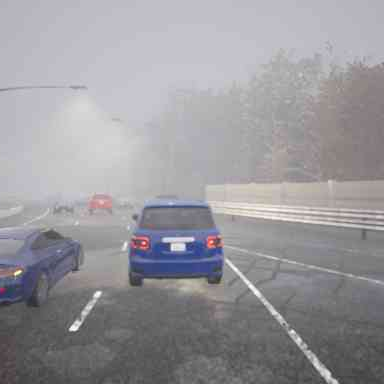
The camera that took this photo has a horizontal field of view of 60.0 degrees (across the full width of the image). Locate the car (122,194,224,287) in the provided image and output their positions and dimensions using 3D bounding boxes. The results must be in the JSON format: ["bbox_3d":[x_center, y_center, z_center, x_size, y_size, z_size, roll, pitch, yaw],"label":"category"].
[{"bbox_3d":[-0.544,1.207,9.460,2.150,2.045,5.566,0,0,-6],"label":"car"}]

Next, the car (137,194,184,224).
[{"bbox_3d":[-2.617,1.181,26.039,2.150,2.045,5.566,0,0,-22],"label":"car"}]

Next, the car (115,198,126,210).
[{"bbox_3d":[-8.860,1.479,42.548,2.033,1.411,5.357,0,0,-24],"label":"car"}]

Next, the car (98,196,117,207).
[{"bbox_3d":[-13.218,1.422,51.692,1.837,1.490,4.892,0,0,-27],"label":"car"}]

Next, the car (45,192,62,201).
[{"bbox_3d":[-32.532,1.104,78.271,5.566,2.045,2.150,0,0,45],"label":"car"}]

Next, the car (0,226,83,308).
[{"bbox_3d":[-3.898,1.514,7.681,1.812,1.442,4.674,0,0,-5],"label":"car"}]

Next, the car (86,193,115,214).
[{"bbox_3d":[-9.718,1.165,35.037,2.150,2.045,5.566,0,0,-19],"label":"car"}]

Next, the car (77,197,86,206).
[{"bbox_3d":[-17.551,1.481,52.369,1.994,1.385,4.181,0,0,-28],"label":"car"}]

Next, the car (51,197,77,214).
[{"bbox_3d":[-13.323,1.546,34.737,1.895,1.301,4.718,0,0,-19],"label":"car"}]
